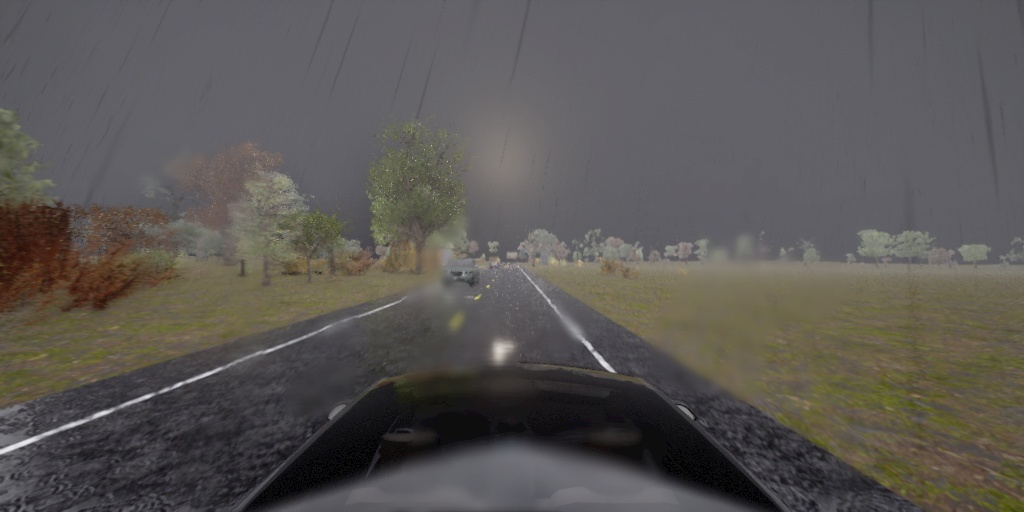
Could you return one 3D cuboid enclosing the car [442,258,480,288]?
[{"bbox_3d":[-3.599,1.177,26.130,2.150,2.045,5.566,0,-1,0],"label":"car"}]
